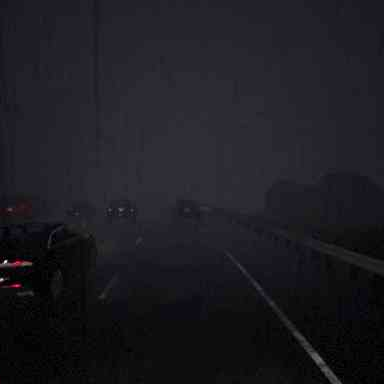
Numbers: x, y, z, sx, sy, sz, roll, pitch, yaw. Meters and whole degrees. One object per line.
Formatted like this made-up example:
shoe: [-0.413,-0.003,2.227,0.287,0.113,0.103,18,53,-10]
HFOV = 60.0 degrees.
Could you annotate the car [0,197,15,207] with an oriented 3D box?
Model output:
car: [-29.753,1.574,53.132,1.994,1.385,4.181,0,0,-17]

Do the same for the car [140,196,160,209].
car: [-5.527,1.457,45.441,1.882,1.535,5.008,0,0,-15]

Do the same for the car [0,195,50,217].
car: [-12.238,1.224,24.415,2.150,2.045,5.566,0,0,-8]

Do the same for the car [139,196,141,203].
car: [-9.362,1.454,59.120,1.882,1.535,5.008,0,0,-19]

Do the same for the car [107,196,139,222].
car: [-5.507,1.343,26.506,2.097,1.767,4.553,0,0,-8]

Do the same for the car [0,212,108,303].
car: [-3.716,1.492,8.142,2.128,1.511,4.902,0,0,-3]

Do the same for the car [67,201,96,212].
car: [-9.309,1.487,28.281,2.128,1.511,4.902,0,0,-9]

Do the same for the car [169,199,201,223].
car: [-0.611,1.336,25.727,2.097,1.767,4.553,0,0,-8]

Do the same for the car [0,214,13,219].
car: [-7.295,1.569,9.597,1.994,1.385,4.181,0,0,-3]
